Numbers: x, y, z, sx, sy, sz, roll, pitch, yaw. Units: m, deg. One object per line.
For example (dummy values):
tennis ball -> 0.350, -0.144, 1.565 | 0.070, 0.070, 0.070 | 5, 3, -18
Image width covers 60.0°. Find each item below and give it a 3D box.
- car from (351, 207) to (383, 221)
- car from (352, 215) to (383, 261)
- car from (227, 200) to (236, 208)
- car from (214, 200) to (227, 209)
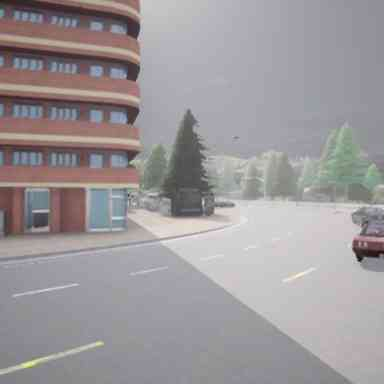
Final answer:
car -> 13.232, 1.795, 24.669 | 2.033, 1.411, 5.357 | 0, -1, 16
car -> 7.217, 1.723, 12.049 | 1.895, 1.301, 4.718 | 0, -1, 35
car -> 6.202, 2.151, 60.200 | 2.033, 1.411, 5.357 | 0, -1, -15
car -> 3.698, 2.039, 56.014 | 1.882, 1.535, 5.008 | 0, -1, -15
